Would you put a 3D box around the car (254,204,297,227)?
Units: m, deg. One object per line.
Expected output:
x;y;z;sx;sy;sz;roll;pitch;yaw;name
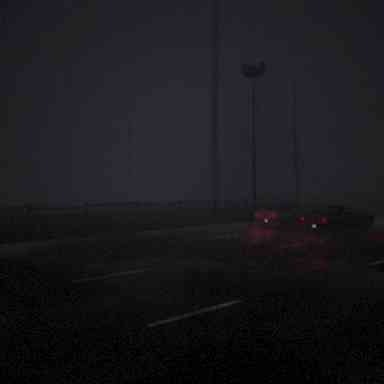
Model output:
6.217;1.388;21.078;4.718;1.301;1.895;-1;0;-36;car

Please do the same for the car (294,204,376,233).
7.949;1.393;18.014;4.718;1.301;1.895;-1;1;-35;car
